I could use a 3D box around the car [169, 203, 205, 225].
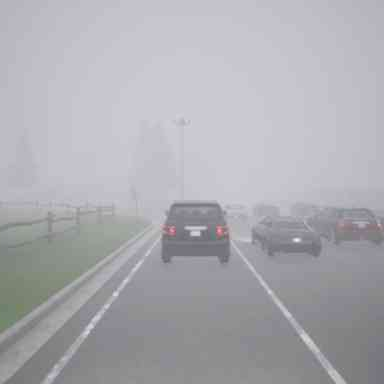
[{"bbox_3d":[-0.527,1.706,26.821,2.033,1.411,5.357,0,0,-10],"label":"car"}]

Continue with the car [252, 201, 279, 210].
[{"bbox_3d":[7.286,1.676,33.274,1.882,1.535,5.008,0,0,0],"label":"car"}]

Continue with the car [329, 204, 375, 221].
[{"bbox_3d":[14.258,1.781,30.018,1.895,1.301,4.718,0,0,1],"label":"car"}]

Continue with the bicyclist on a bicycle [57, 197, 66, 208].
[{"bbox_3d":[-19.971,1.597,50.925,0.582,1.620,1.656,0,0,7],"label":"bicyclist on a bicycle"}]

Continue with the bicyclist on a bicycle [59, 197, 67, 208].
[{"bbox_3d":[-19.485,1.596,50.858,0.582,1.620,1.656,0,0,8],"label":"bicyclist on a bicycle"}]

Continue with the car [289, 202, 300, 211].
[{"bbox_3d":[10.775,1.696,31.968,1.837,1.490,4.892,0,0,1],"label":"car"}]

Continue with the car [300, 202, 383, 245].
[{"bbox_3d":[7.181,1.450,16.160,2.097,1.767,4.553,0,0,1],"label":"car"}]

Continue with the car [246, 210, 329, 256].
[{"bbox_3d":[3.653,1.646,13.537,1.994,1.385,4.181,0,0,0],"label":"car"}]

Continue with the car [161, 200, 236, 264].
[{"bbox_3d":[0.139,1.295,12.271,2.150,2.045,5.566,0,0,1],"label":"car"}]

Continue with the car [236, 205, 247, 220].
[{"bbox_3d":[3.759,1.779,30.080,1.895,1.301,4.718,0,0,1],"label":"car"}]
